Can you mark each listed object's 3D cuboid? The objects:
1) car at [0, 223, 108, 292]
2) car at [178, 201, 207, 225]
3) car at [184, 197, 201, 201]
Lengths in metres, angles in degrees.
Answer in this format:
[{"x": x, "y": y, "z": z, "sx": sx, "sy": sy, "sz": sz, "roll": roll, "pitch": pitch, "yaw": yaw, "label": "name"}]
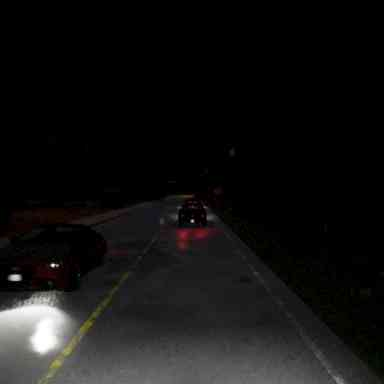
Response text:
[{"x": -3.596, "y": 1.536, "z": 8.717, "sx": 1.994, "sy": 1.385, "sz": 4.181, "roll": 0, "pitch": 0, "yaw": 0, "label": "car"}, {"x": 0.047, "y": 1.528, "z": 23.153, "sx": 1.895, "sy": 1.301, "sz": 4.718, "roll": 0, "pitch": 0, "yaw": 1, "label": "car"}, {"x": 0.087, "y": 1.373, "z": 41.382, "sx": 1.837, "sy": 1.490, "sz": 4.892, "roll": 0, "pitch": 0, "yaw": 0, "label": "car"}]
